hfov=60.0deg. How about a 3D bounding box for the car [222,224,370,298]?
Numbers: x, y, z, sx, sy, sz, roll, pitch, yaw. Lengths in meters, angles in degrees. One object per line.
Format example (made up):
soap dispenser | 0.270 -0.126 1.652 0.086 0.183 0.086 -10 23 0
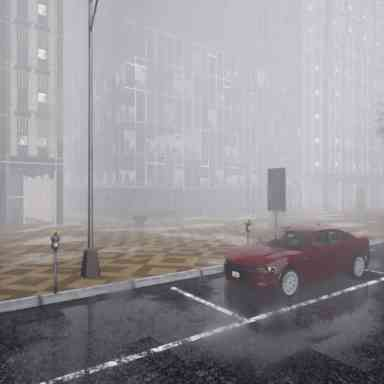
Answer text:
car | 2.783 1.545 8.523 4.507 1.381 1.887 0 0 -35
